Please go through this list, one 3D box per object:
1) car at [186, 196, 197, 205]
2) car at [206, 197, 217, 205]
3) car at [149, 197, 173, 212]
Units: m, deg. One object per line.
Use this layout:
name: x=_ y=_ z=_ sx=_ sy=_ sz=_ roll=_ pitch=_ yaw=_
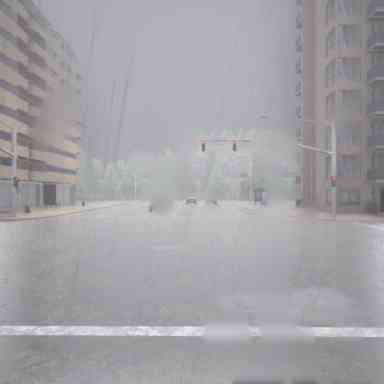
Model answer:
car: x=-0.088 y=1.526 z=60.090 sx=1.812 sy=1.442 sz=4.674 roll=0 pitch=0 yaw=0
car: x=3.546 y=1.547 z=59.453 sx=2.033 sy=1.411 sz=5.357 roll=0 pitch=0 yaw=2
car: x=-3.655 y=1.352 z=38.356 sx=2.097 sy=1.767 sz=4.553 roll=0 pitch=0 yaw=0
